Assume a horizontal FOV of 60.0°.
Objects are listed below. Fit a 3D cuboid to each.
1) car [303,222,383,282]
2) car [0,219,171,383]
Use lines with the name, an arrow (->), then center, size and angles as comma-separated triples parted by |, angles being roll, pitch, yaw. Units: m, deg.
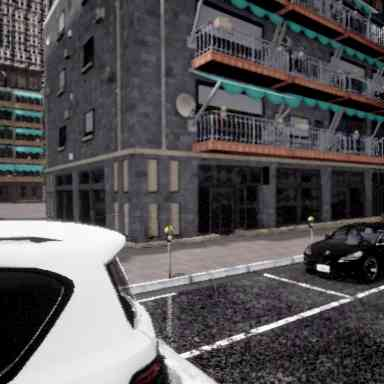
car -> 5.132, 1.582, 9.781 | 4.313, 1.339, 1.947 | 0, -1, -36
car -> -2.696, 1.219, 1.143 | 5.566, 2.045, 2.150 | 0, 0, -36
